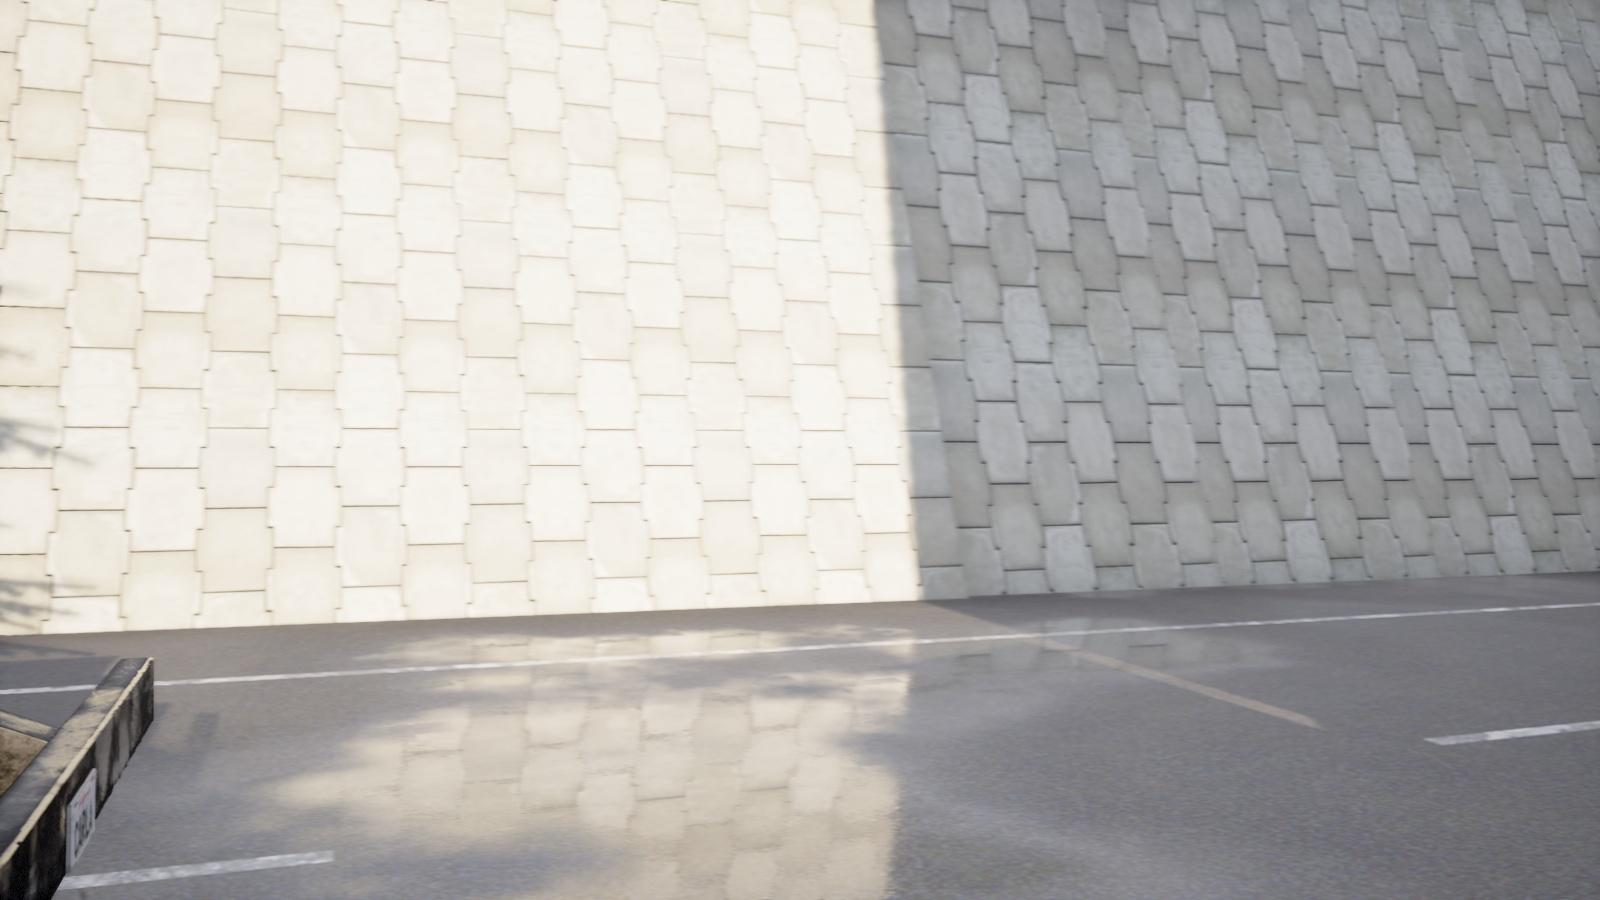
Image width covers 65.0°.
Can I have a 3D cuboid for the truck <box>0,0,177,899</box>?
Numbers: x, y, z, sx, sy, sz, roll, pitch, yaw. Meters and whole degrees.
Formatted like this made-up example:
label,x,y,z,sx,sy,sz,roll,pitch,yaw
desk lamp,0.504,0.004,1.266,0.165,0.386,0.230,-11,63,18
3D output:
label,x,y,z,sx,sy,sz,roll,pitch,yaw
truck,-5.215,-0.148,1.247,7.936,3.462,2.891,-1,1,-21
